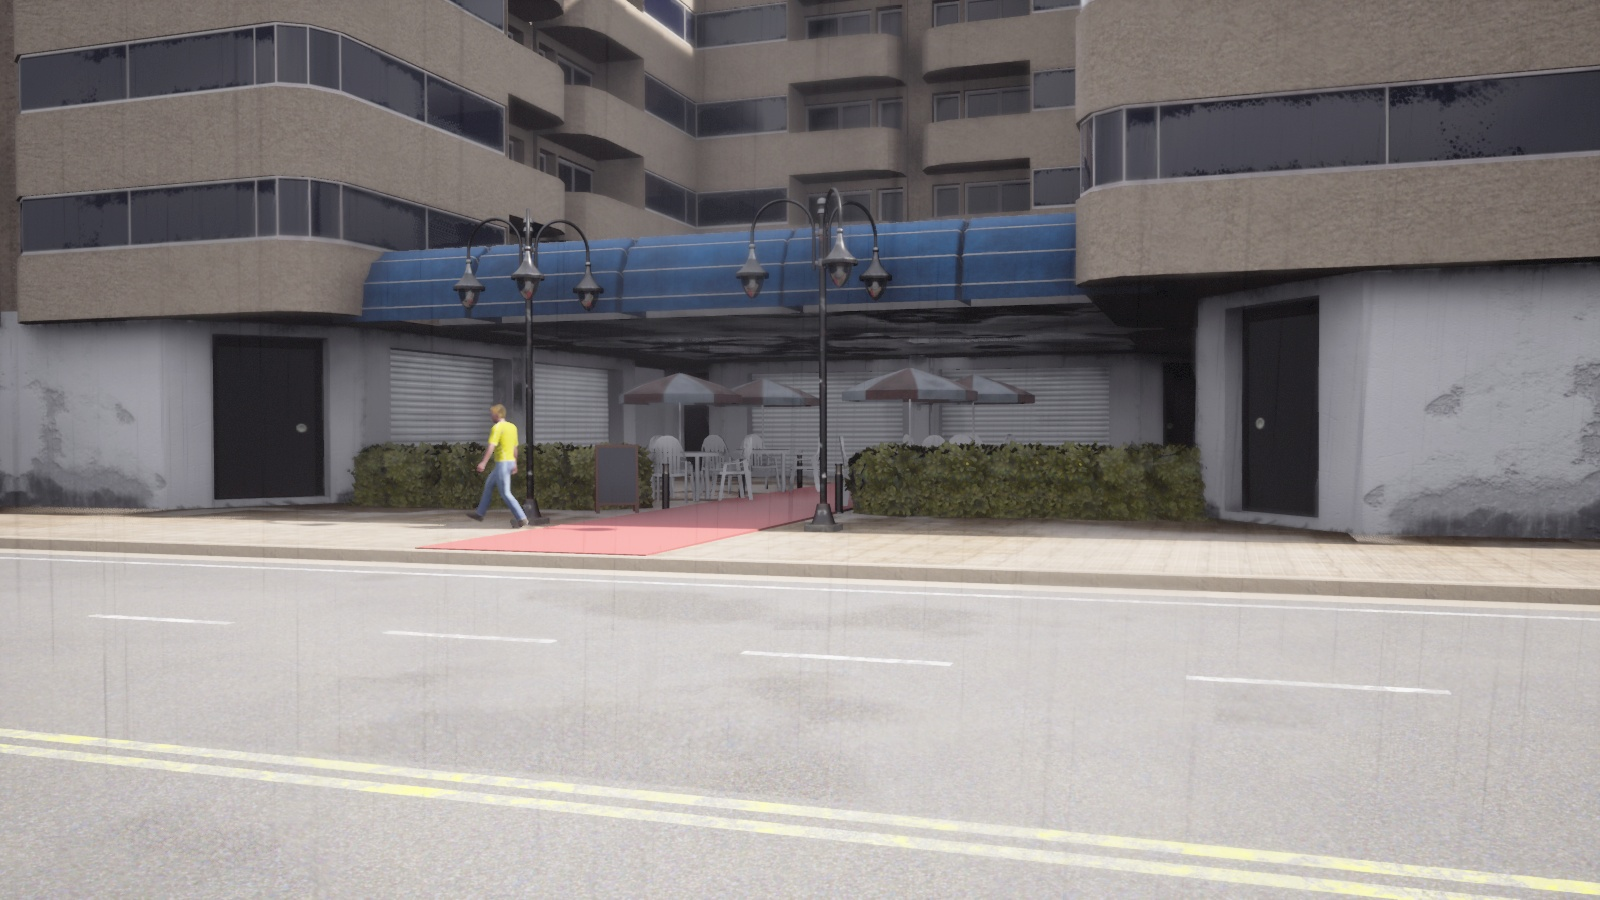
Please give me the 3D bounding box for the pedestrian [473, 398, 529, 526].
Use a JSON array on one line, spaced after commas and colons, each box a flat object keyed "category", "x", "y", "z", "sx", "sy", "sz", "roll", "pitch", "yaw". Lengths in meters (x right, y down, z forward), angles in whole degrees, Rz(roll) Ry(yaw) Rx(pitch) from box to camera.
[{"category": "pedestrian", "x": -4.339, "y": 0.164, "z": 18.241, "sx": 0.706, "sy": 1.836, "sz": 0.354, "roll": 0, "pitch": 1, "yaw": 14}]
